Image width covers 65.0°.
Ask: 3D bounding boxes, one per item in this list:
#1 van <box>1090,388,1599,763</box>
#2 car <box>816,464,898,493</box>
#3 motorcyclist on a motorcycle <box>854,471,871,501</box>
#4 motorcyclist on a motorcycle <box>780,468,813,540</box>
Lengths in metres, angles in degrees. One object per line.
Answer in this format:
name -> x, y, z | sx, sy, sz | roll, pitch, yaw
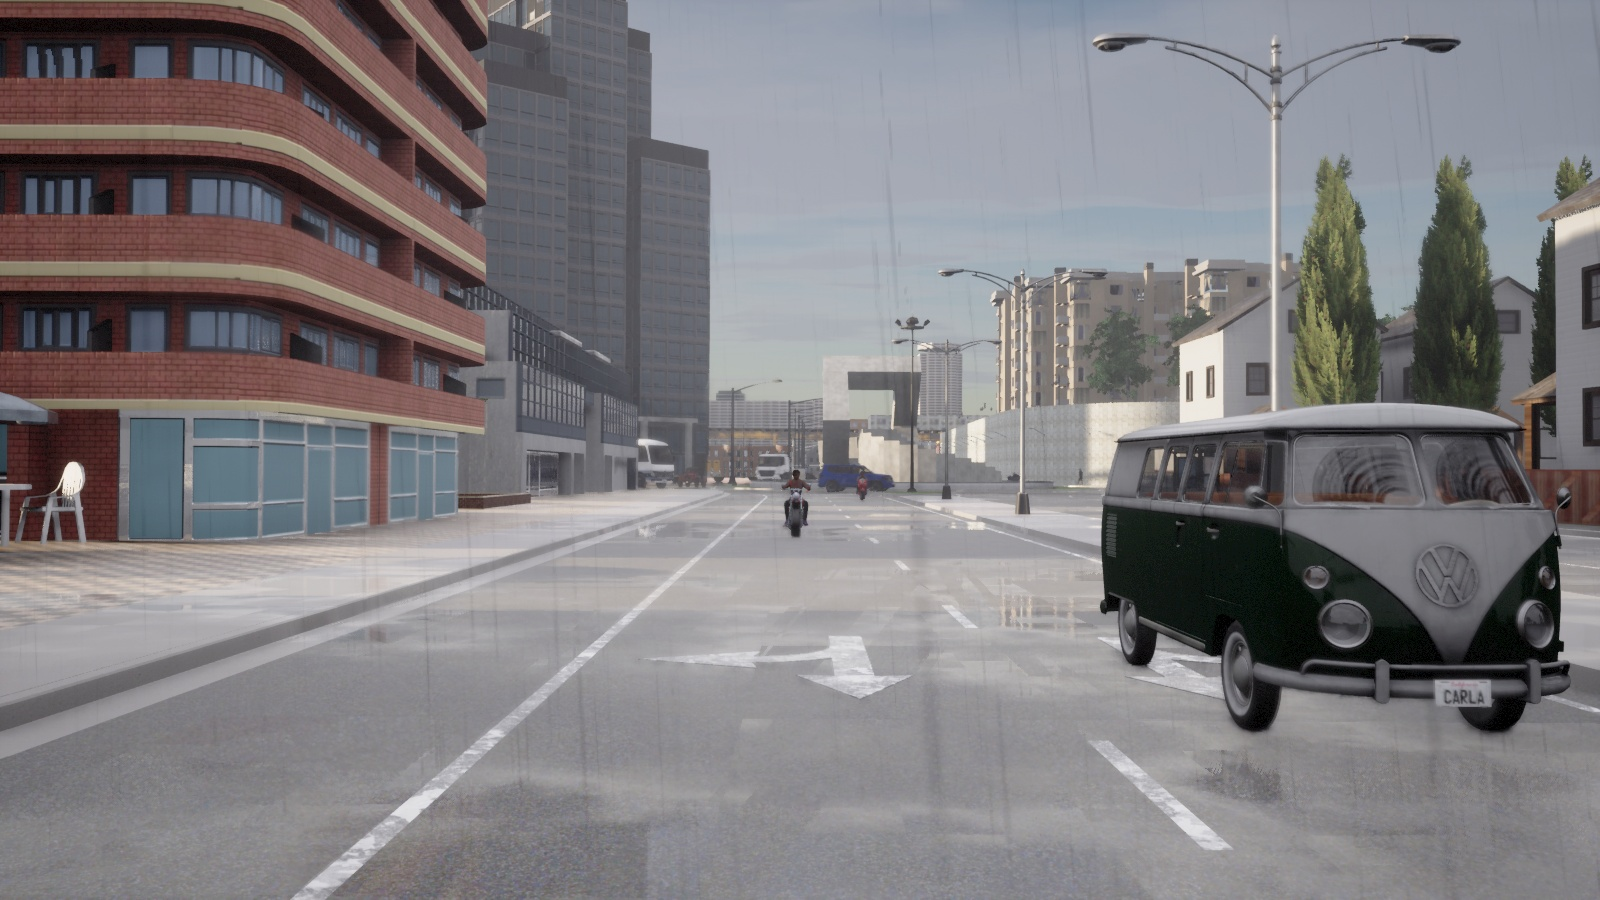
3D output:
van -> 3.474, 0.701, 8.916 | 1.775, 1.987, 4.442 | 0, -1, 0
car -> 4.157, 2.049, 91.450 | 5.566, 2.045, 2.150 | -1, -1, 17
motorcyclist on a motorcycle -> 3.321, 1.902, 66.783 | 0.797, 1.523, 2.044 | 0, -1, 0
motorcyclist on a motorcycle -> -0.082, 1.271, 30.155 | 0.766, 1.649, 2.350 | 0, -1, 0
